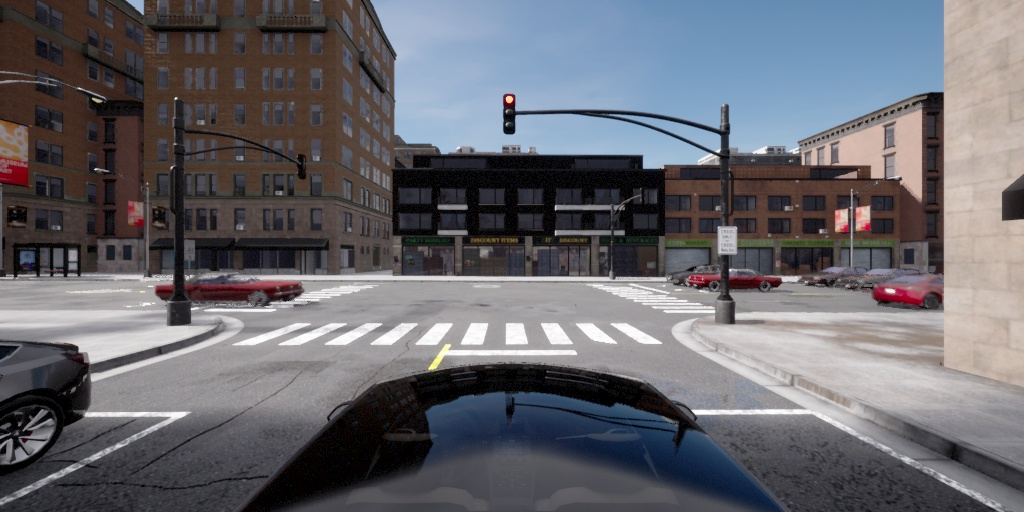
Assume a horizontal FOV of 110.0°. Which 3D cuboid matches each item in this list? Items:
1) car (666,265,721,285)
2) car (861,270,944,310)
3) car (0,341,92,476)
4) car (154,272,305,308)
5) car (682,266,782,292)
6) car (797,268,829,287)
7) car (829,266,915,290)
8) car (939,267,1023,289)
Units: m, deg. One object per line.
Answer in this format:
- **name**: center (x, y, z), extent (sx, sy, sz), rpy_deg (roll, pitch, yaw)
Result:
- **car**: center (13.161, 1.329, 24.573), extent (4.892, 1.490, 1.837), rpy_deg (0, 0, -1)
- **car**: center (17.455, 1.410, 14.677), extent (4.181, 1.385, 1.994), rpy_deg (0, 0, -1)
- **car**: center (-5.388, 1.316, 2.073), extent (1.948, 1.339, 4.313), rpy_deg (0, 0, -1)
- **car**: center (-11.024, 1.304, 14.295), extent (4.718, 1.301, 1.895), rpy_deg (0, 0, -1)
- **car**: center (13.071, 1.424, 21.323), extent (4.718, 1.301, 1.895), rpy_deg (0, 0, -1)
- **car**: center (22.905, 1.422, 24.707), extent (5.357, 1.411, 2.033), rpy_deg (0, 0, -1)
- **car**: center (22.718, 1.421, 21.451), extent (5.357, 1.411, 2.033), rpy_deg (0, 0, -1)
- **car**: center (32.829, 1.492, 24.831), extent (4.181, 1.385, 1.994), rpy_deg (0, 0, -1)
